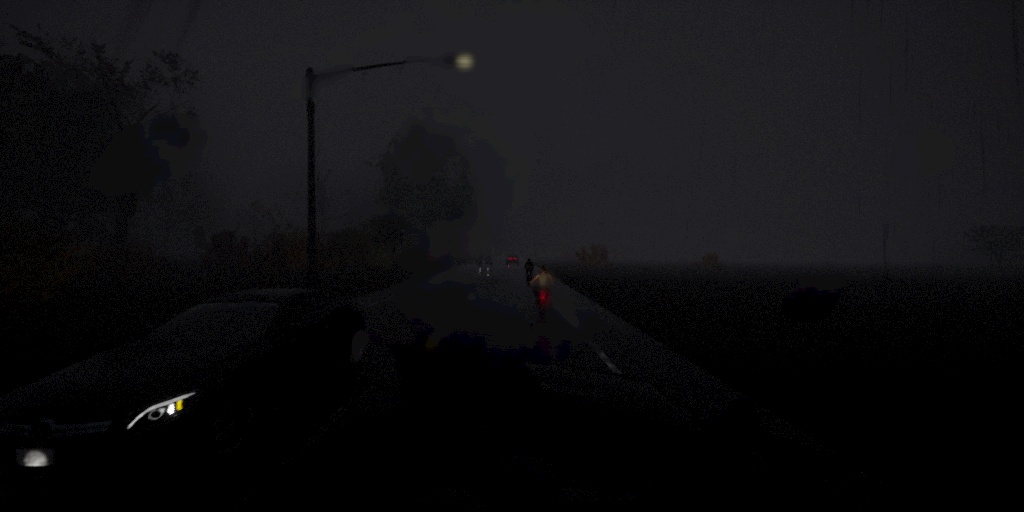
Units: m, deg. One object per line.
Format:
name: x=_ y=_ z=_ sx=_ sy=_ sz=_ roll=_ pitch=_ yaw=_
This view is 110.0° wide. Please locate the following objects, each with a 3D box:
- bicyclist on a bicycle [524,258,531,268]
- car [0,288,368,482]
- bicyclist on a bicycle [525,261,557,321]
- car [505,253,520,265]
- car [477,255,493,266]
bicyclist on a bicycle: x=0.959 y=0.943 z=19.776 sx=0.582 sy=1.620 sz=1.656 roll=0 pitch=0 yaw=0
car: x=-3.599 y=1.229 z=5.032 sx=1.812 sy=1.442 sz=4.674 roll=0 pitch=1 yaw=0
bicyclist on a bicycle: x=0.943 y=1.057 z=10.830 sx=0.866 sy=1.612 sz=1.509 roll=0 pitch=0 yaw=0
car: x=0.081 y=0.493 z=53.336 sx=1.837 sy=1.490 sz=4.892 roll=0 pitch=1 yaw=0
car: x=-3.575 y=0.556 z=48.264 sx=2.128 sy=1.511 sz=4.902 roll=0 pitch=1 yaw=0
